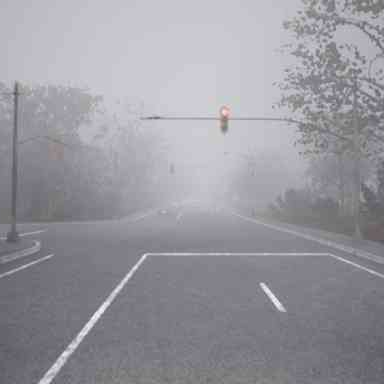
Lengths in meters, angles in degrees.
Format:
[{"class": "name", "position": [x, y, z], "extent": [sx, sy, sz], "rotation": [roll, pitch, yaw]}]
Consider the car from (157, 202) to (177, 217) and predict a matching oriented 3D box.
[{"class": "car", "position": [-3.486, 2.479, 44.097], "extent": [2.128, 1.511, 4.902], "rotation": [0, -1, 0]}]

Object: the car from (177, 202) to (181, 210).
[{"class": "car", "position": [-3.353, 2.622, 64.297], "extent": [1.812, 1.442, 4.674], "rotation": [0, 0, 1]}]
